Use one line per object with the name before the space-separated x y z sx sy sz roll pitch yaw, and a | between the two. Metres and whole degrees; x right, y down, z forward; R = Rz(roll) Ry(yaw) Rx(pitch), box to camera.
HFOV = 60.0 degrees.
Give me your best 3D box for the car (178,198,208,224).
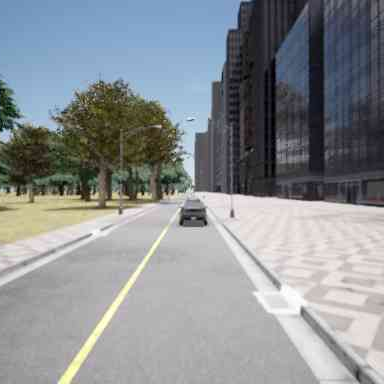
car | 0.097 1.402 23.597 1.837 1.490 4.892 0 0 0
